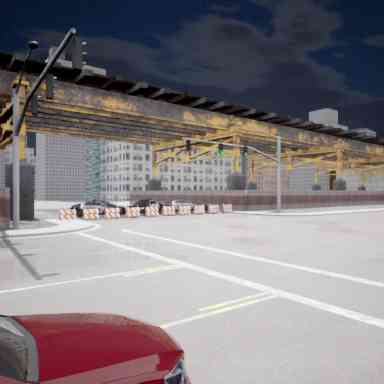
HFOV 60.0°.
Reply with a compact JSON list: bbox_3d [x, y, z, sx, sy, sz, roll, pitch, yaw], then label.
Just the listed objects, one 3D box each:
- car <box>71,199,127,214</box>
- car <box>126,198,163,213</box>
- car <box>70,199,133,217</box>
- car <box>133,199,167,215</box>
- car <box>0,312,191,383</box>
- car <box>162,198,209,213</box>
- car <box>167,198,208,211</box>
[{"bbox_3d":[-8.439,1.295,30.392,4.536,1.218,1.853,0,0,8],"label":"car"},{"bbox_3d":[-4.634,1.295,33.129,1.853,1.218,4.536,0,0,18],"label":"car"},{"bbox_3d":[-8.388,1.453,30.385,4.974,1.542,2.038,0,0,8],"label":"car"},{"bbox_3d":[-4.649,1.453,33.079,2.038,1.542,4.974,0,0,18],"label":"car"},{"bbox_3d":[-2.160,1.526,2.226,4.674,1.442,1.812,0,0,-35],"label":"car"},{"bbox_3d":[-0.748,1.453,36.848,4.974,1.542,2.038,0,0,-7],"label":"car"},{"bbox_3d":[-0.800,1.295,36.841,4.536,1.218,1.853,0,0,-7],"label":"car"}]
